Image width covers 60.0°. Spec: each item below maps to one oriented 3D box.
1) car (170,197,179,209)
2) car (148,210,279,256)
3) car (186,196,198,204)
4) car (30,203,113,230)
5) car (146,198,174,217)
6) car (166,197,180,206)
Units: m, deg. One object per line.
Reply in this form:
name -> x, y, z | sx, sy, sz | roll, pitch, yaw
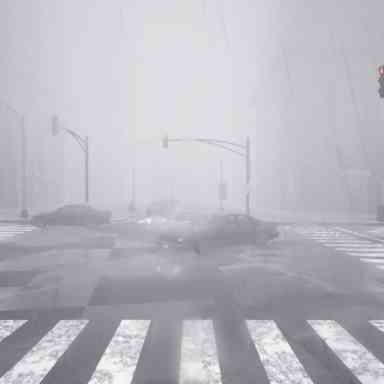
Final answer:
car -> -3.129, 1.538, 41.503 | 2.033, 1.411, 5.357 | 0, 0, 0
car -> 1.196, 1.541, 13.296 | 5.357, 1.411, 2.033 | 1, 0, -37
car -> -0.021, 1.513, 62.664 | 1.812, 1.442, 4.674 | 0, 0, 0
car -> -7.021, 1.405, 19.591 | 4.674, 1.442, 1.812 | 0, 1, 0
car -> -3.123, 1.540, 31.334 | 2.033, 1.411, 5.357 | 0, 0, 0
car -> -3.105, 1.552, 54.809 | 1.994, 1.385, 4.181 | 0, 0, 1
